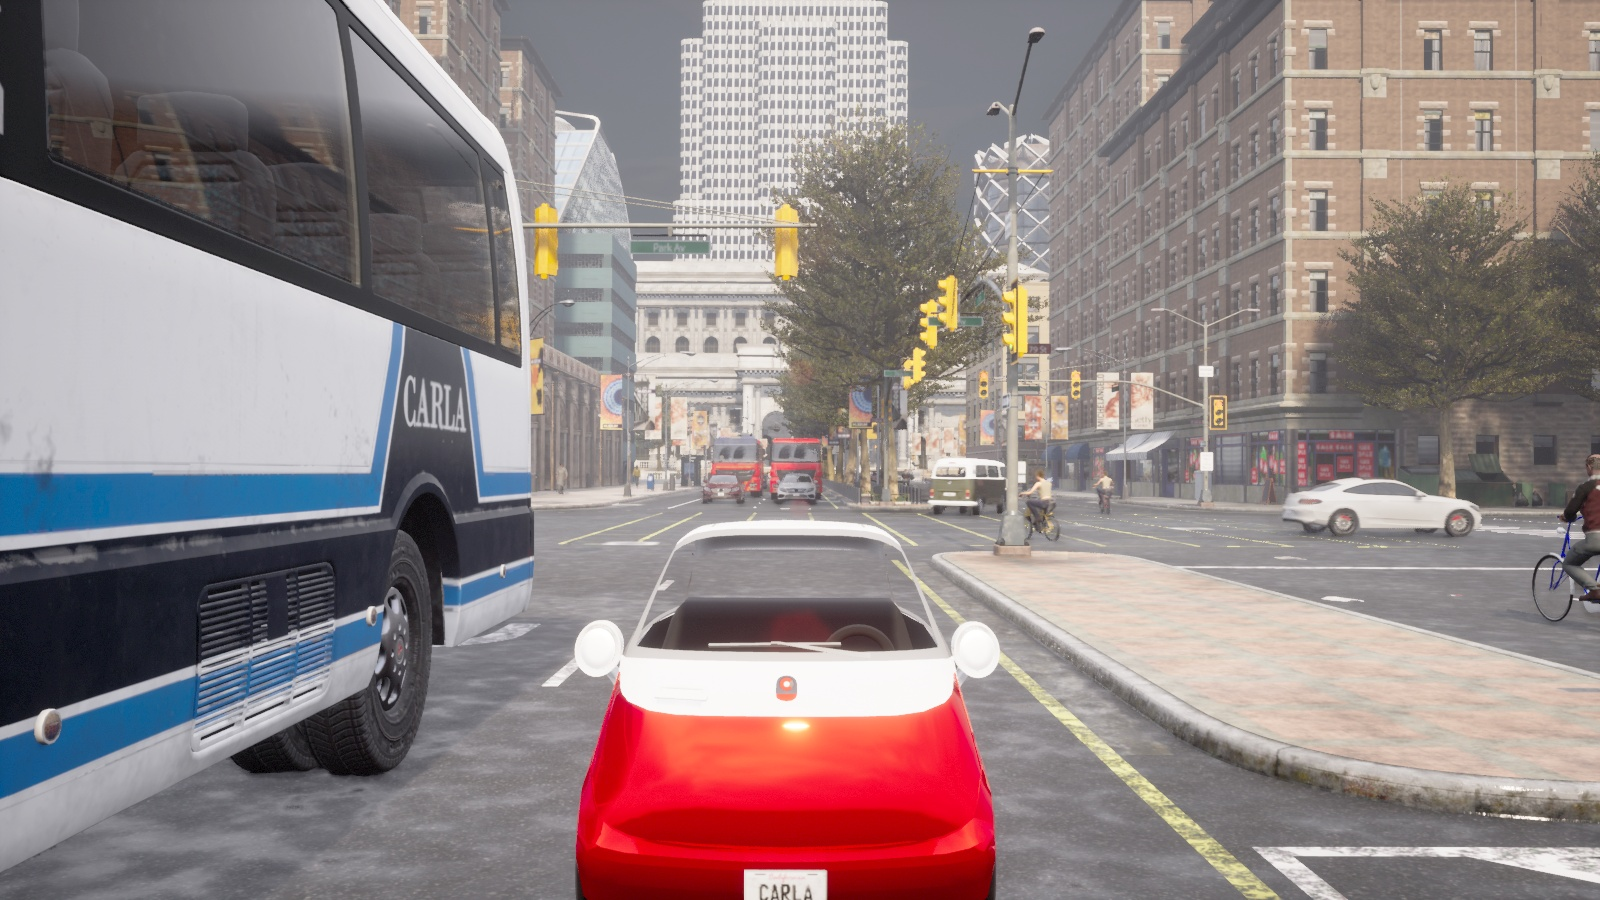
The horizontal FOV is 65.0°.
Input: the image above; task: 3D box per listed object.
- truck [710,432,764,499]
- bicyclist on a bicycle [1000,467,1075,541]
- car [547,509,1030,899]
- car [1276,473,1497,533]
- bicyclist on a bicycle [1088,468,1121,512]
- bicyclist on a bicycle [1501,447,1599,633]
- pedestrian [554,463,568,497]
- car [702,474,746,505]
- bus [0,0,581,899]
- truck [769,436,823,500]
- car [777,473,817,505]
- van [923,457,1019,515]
[{"bbox_3d":[-3.715,0.936,75.889,2.891,3.827,8.468,0,-1,0],"label":"truck"},{"bbox_3d":[5.367,1.206,28.435,0.866,1.612,1.509,0,-1,-29],"label":"bicyclist on a bicycle"},{"bbox_3d":[-0.039,0.953,4.966,1.481,1.376,2.207,0,-1,0],"label":"car"},{"bbox_3d":[14.630,1.309,31.485,4.674,1.442,1.812,0,-1,0],"label":"car"},{"bbox_3d":[11.354,1.491,46.862,0.866,1.612,1.509,0,-1,0],"label":"bicyclist on a bicycle"},{"bbox_3d":[7.942,0.866,12.700,0.659,1.776,1.843,0,-1,0],"label":"bicyclist on a bicycle"},{"bbox_3d":[-13.742,1.737,72.271,0.659,1.952,0.873,0,-1,0],"label":"pedestrian"},{"bbox_3d":[-3.653,1.877,61.008,1.812,1.442,4.674,0,-1,1],"label":"car"},{"bbox_3d":[-3.542,-0.482,3.917,3.944,4.253,10.273,0,-1,0],"label":"bus"},{"bbox_3d":[-0.204,1.037,71.874,2.891,3.462,7.936,0,-1,0],"label":"truck"},{"bbox_3d":[-0.118,1.859,60.803,1.812,1.442,4.674,0,-1,1],"label":"car"},{"bbox_3d":[6.344,1.287,46.225,2.069,2.038,4.480,0,-1,28],"label":"van"}]
